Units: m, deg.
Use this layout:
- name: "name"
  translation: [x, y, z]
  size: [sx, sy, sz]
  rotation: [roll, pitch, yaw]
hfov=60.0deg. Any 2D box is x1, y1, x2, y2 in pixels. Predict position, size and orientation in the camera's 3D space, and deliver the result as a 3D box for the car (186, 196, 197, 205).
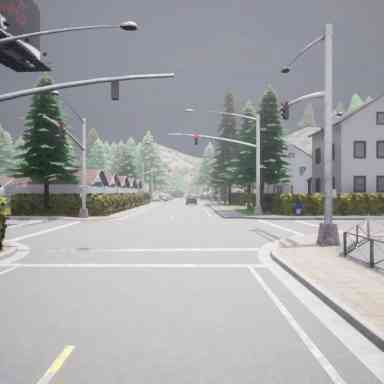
- name: "car"
  translation: [-0.091, 1.505, 59.254]
  size: [1.837, 1.490, 4.892]
  rotation: [0, 0, 0]
